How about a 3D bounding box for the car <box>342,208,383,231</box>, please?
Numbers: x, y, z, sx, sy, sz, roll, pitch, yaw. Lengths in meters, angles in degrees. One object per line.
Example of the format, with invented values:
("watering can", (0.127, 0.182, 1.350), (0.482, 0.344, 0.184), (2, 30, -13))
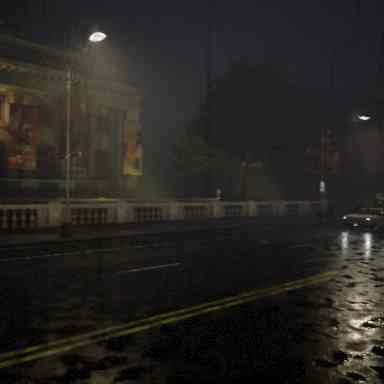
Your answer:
("car", (11.910, 1.743, 21.969), (4.718, 1.301, 1.895), (1, 0, -37))
